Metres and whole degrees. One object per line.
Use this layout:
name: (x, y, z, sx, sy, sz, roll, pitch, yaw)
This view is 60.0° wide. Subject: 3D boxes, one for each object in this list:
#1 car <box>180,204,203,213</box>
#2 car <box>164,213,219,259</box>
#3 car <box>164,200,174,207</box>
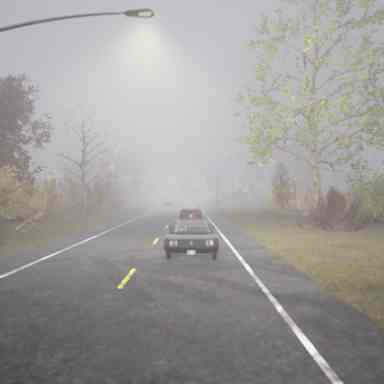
car: (-0.071, 1.781, 29.257, 1.882, 1.535, 5.008, 0, 0, 0)
car: (-0.007, 1.740, 13.253, 1.895, 1.301, 4.718, 0, -1, 0)
car: (-4.646, 2.250, 65.872, 1.895, 1.301, 4.718, 0, -1, -6)
